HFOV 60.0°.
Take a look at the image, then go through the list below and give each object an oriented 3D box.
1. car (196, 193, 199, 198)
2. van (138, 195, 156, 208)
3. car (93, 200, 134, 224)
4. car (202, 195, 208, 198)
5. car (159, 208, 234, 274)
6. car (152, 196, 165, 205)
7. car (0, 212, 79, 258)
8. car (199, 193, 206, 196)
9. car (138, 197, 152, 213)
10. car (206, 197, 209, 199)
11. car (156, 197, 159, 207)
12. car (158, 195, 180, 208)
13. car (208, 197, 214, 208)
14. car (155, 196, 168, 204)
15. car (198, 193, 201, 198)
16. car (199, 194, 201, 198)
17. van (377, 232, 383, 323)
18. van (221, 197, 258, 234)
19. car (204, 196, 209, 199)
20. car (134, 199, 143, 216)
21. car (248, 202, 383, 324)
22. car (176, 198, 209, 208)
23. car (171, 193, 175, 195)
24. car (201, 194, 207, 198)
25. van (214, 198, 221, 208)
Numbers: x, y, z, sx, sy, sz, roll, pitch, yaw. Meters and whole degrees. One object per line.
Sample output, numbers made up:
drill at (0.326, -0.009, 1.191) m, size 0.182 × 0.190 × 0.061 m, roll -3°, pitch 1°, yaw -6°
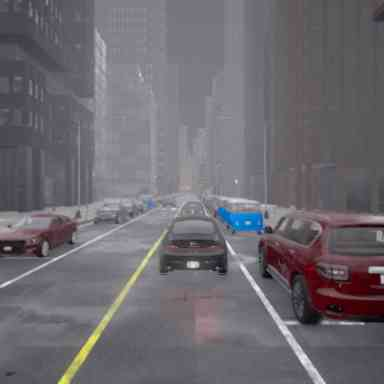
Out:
car at (2.752, 1.203, 80.303) m, size 2.192 × 1.841 × 5.009 m, roll 0°, pitch 0°, yaw 0°
van at (-5.767, 1.266, 40.830) m, size 1.690 × 1.788 × 3.998 m, roll 0°, pitch 0°, yaw 0°
car at (-5.765, 1.502, 23.921) m, size 2.008 × 1.369 × 4.403 m, roll 0°, pitch 0°, yaw 0°
car at (2.757, 1.483, 46.485) m, size 1.947 × 1.339 × 4.313 m, roll 0°, pitch 0°, yaw 0°
car at (0.056, 1.484, 10.466) m, size 1.837 × 1.490 × 4.892 m, roll 0°, pitch 1°, yaw 1°
car at (-5.770, 1.450, 57.738) m, size 1.887 × 1.381 × 4.507 m, roll 0°, pitch 0°, yaw 0°
car at (-5.763, 1.518, 12.649) m, size 1.887 × 1.381 × 4.507 m, roll 0°, pitch 0°, yaw 0°
car at (2.754, 1.445, 63.394) m, size 1.887 × 1.381 × 4.507 m, roll 0°, pitch 0°, yaw 0°
car at (-5.766, 1.484, 35.194) m, size 2.008 × 1.369 × 4.403 m, roll 0°, pitch 0°, yaw 0°
car at (2.759, 1.499, 35.211) m, size 1.947 × 1.339 × 4.313 m, roll 0°, pitch 0°, yaw 0°
car at (-5.768, 1.468, 46.466) m, size 2.008 × 1.369 × 4.403 m, roll 0°, pitch 0°, yaw 0°
car at (-3.100, 1.465, 46.205) m, size 2.033 × 1.411 × 5.357 m, roll 0°, pitch 0°, yaw 0°
car at (2.760, 1.382, 29.574) m, size 1.967 × 1.590 × 4.097 m, roll 0°, pitch 0°, yaw 0°
car at (-5.771, 1.445, 63.375) m, size 1.887 × 1.381 × 4.507 m, roll 0°, pitch 0°, yaw 0°
car at (2.753, 1.422, 69.200) m, size 1.752 × 1.417 × 4.829 m, roll 0°, pitch 0°, yaw 0°
car at (2.755, 1.471, 57.757) m, size 1.947 × 1.339 × 4.313 m, roll 0°, pitch 0°, yaw 0°
van at (2.764, 1.338, 1.392) m, size 1.690 × 1.788 × 3.998 m, roll 0°, pitch 0°, yaw 0°
van at (2.762, 1.304, 18.301) m, size 1.690 × 1.788 × 3.998 m, roll 0°, pitch 0°, yaw 0°
car at (2.757, 1.507, 40.848) m, size 1.802 × 1.307 × 4.206 m, roll 0°, pitch 0°, yaw 0°
car at (-5.766, 1.524, 29.557) m, size 1.802 × 1.307 × 4.206 m, roll 0°, pitch 0°, yaw 0°
car at (2.764, 1.299, 7.029) m, size 2.192 × 1.841 × 5.009 m, roll 0°, pitch 0°, yaw 0°
car at (0.062, 1.495, 26.606) m, size 2.033 × 1.411 × 5.357 m, roll 0°, pitch 0°, yaw 0°
car at (-5.774, 1.439, 80.283) m, size 2.008 × 1.369 × 4.403 m, roll 0°, pitch 0°, yaw 0°
car at (2.756, 1.436, 52.291) m, size 1.752 × 1.417 × 4.829 m, roll 0°, pitch 0°, yaw 0°
van at (2.761, 1.293, 23.937) m, size 1.690 × 1.788 × 3.998 m, roll 0°, pitch 0°, yaw 0°
